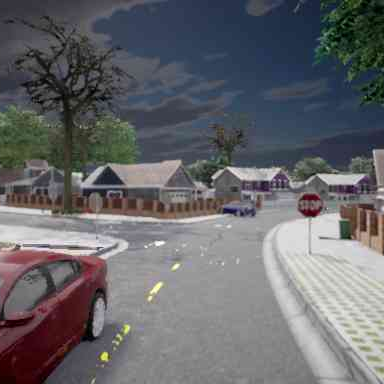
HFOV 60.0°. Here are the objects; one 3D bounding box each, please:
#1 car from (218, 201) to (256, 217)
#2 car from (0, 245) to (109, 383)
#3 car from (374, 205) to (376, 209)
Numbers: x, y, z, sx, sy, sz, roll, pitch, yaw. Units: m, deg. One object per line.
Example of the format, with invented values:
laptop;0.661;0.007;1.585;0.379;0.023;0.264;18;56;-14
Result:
car;4.905;1.764;36.676;2.097;1.767;4.553;1;1;-33
car;-2.479;1.509;3.796;1.882;1.535;5.008;0;0;4
car;37.902;2.751;65.463;4.718;1.301;1.895;1;0;-27
